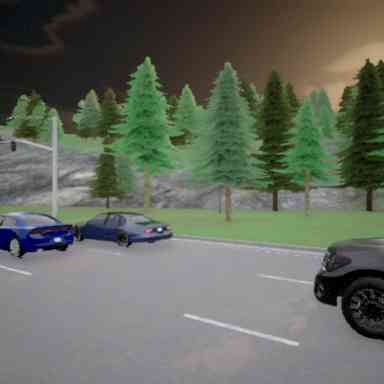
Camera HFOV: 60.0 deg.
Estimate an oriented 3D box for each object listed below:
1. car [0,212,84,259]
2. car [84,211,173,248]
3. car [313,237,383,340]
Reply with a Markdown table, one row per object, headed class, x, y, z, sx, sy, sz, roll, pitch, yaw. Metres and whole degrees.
| class | x | y | z | sx | sy | sz | roll | pitch | yaw |
| --- | --- | --- | --- | --- | --- | --- | --- | --- | --- |
| car | -6.707 | 1.517 | 12.946 | 5.008 | 1.535 | 1.882 | 0 | 0 | 34 |
| car | -3.386 | 1.582 | 14.917 | 5.357 | 1.411 | 2.033 | 0 | 0 | 34 |
| car | 4.779 | 1.221 | 4.880 | 5.566 | 2.045 | 2.150 | 0 | 0 | 35 |
